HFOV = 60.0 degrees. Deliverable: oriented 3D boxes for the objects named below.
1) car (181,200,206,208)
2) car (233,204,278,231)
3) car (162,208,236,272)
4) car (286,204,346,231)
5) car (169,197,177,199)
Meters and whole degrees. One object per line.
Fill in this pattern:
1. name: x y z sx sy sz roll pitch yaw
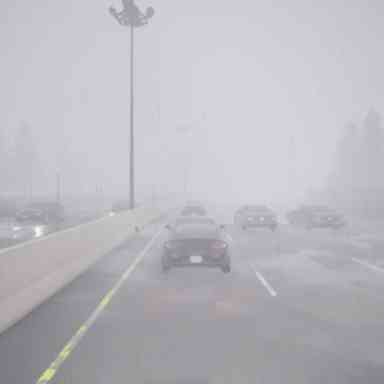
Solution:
1. car: 0.130 1.350 25.702 1.812 1.442 4.674 0 0 0
2. car: 3.617 1.418 19.626 2.033 1.411 5.357 0 0 0
3. car: 0.099 1.454 10.392 1.812 1.442 4.674 0 0 0
4. car: 7.117 1.422 19.608 2.033 1.411 5.357 0 0 0
5. car: -4.151 1.031 65.476 1.882 1.535 5.008 0 1 20
